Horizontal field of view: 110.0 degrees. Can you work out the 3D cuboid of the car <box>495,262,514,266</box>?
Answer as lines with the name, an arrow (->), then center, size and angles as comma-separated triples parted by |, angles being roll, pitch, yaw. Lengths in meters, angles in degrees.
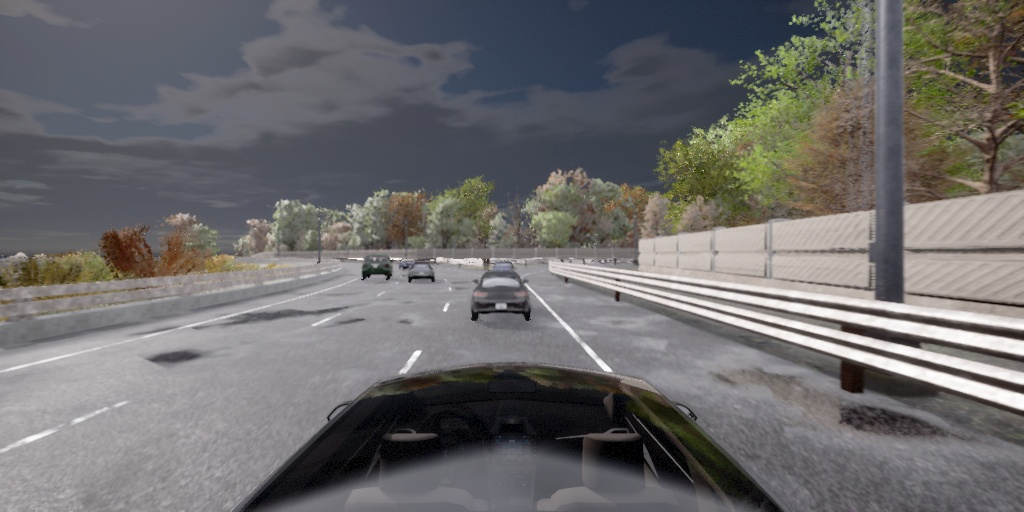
car -> -0.638, 1.165, 30.138 | 2.033, 1.411, 5.357 | 0, 0, 3

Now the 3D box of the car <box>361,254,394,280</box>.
car -> -11.184, 0.876, 30.005 | 2.150, 2.045, 5.566 | 0, 0, -16

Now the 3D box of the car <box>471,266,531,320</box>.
car -> -0.376, 1.227, 12.307 | 1.812, 1.442, 4.674 | 0, 0, -2

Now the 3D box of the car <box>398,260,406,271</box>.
car -> -13.617, 1.185, 46.658 | 1.895, 1.301, 4.718 | 0, 0, -25

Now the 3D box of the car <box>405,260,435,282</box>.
car -> -7.027, 1.214, 27.911 | 1.994, 1.385, 4.181 | 0, 0, -14
